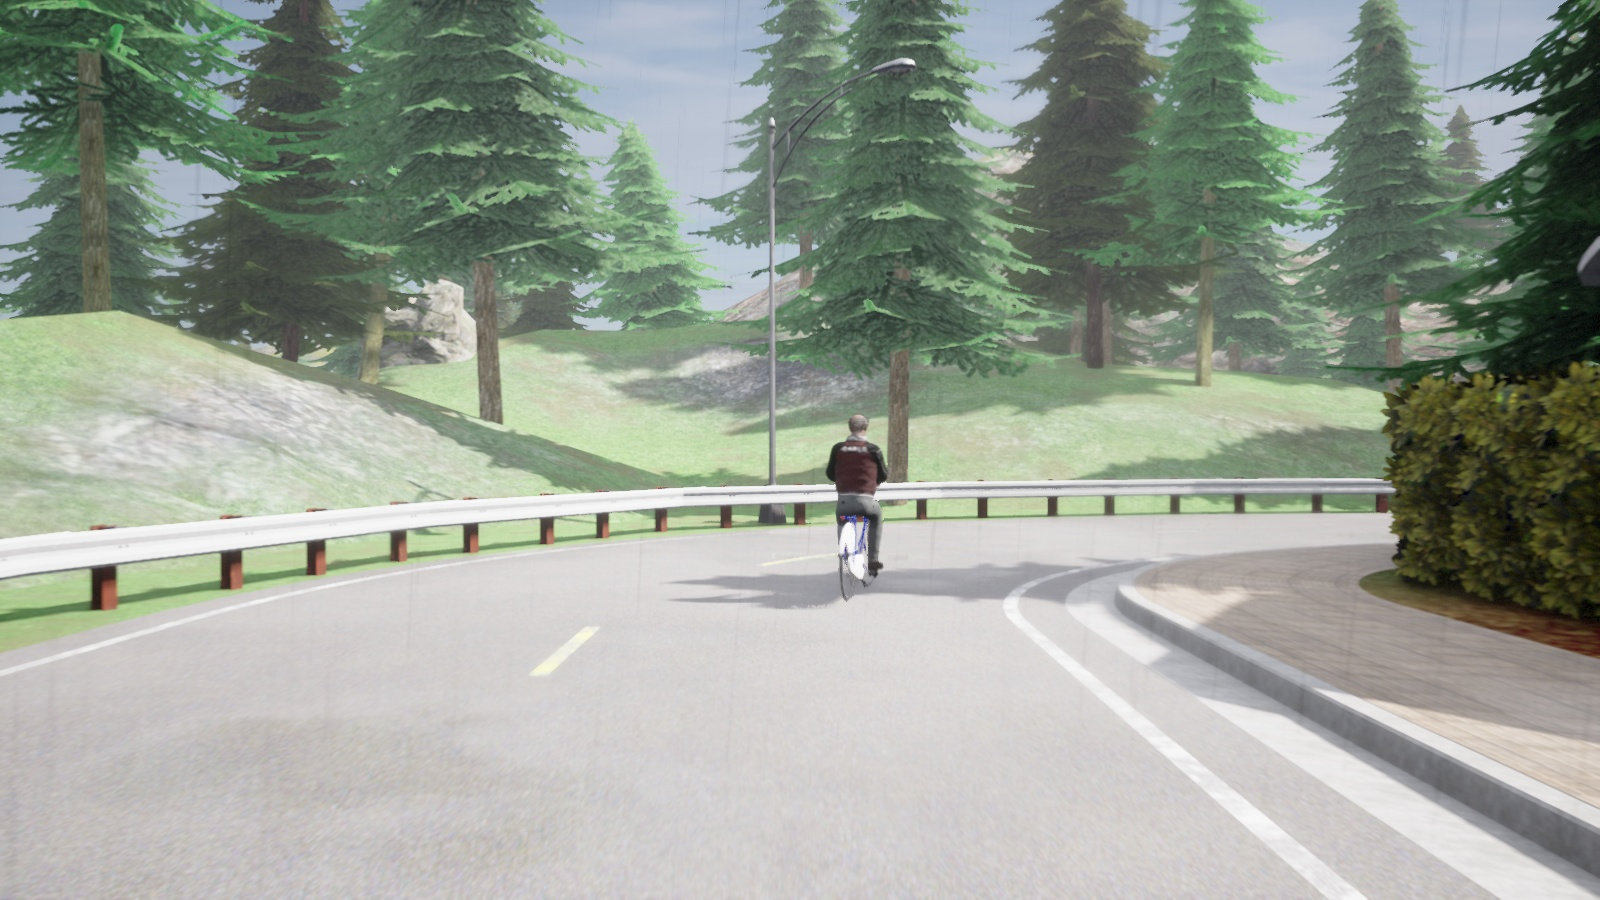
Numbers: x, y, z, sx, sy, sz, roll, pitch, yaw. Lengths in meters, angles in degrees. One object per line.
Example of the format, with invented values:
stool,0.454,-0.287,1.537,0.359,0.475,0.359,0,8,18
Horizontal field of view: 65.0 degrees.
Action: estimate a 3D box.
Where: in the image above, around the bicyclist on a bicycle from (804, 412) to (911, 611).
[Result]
bicyclist on a bicycle,0.595,0.542,12.223,0.659,1.776,1.843,1,1,14
